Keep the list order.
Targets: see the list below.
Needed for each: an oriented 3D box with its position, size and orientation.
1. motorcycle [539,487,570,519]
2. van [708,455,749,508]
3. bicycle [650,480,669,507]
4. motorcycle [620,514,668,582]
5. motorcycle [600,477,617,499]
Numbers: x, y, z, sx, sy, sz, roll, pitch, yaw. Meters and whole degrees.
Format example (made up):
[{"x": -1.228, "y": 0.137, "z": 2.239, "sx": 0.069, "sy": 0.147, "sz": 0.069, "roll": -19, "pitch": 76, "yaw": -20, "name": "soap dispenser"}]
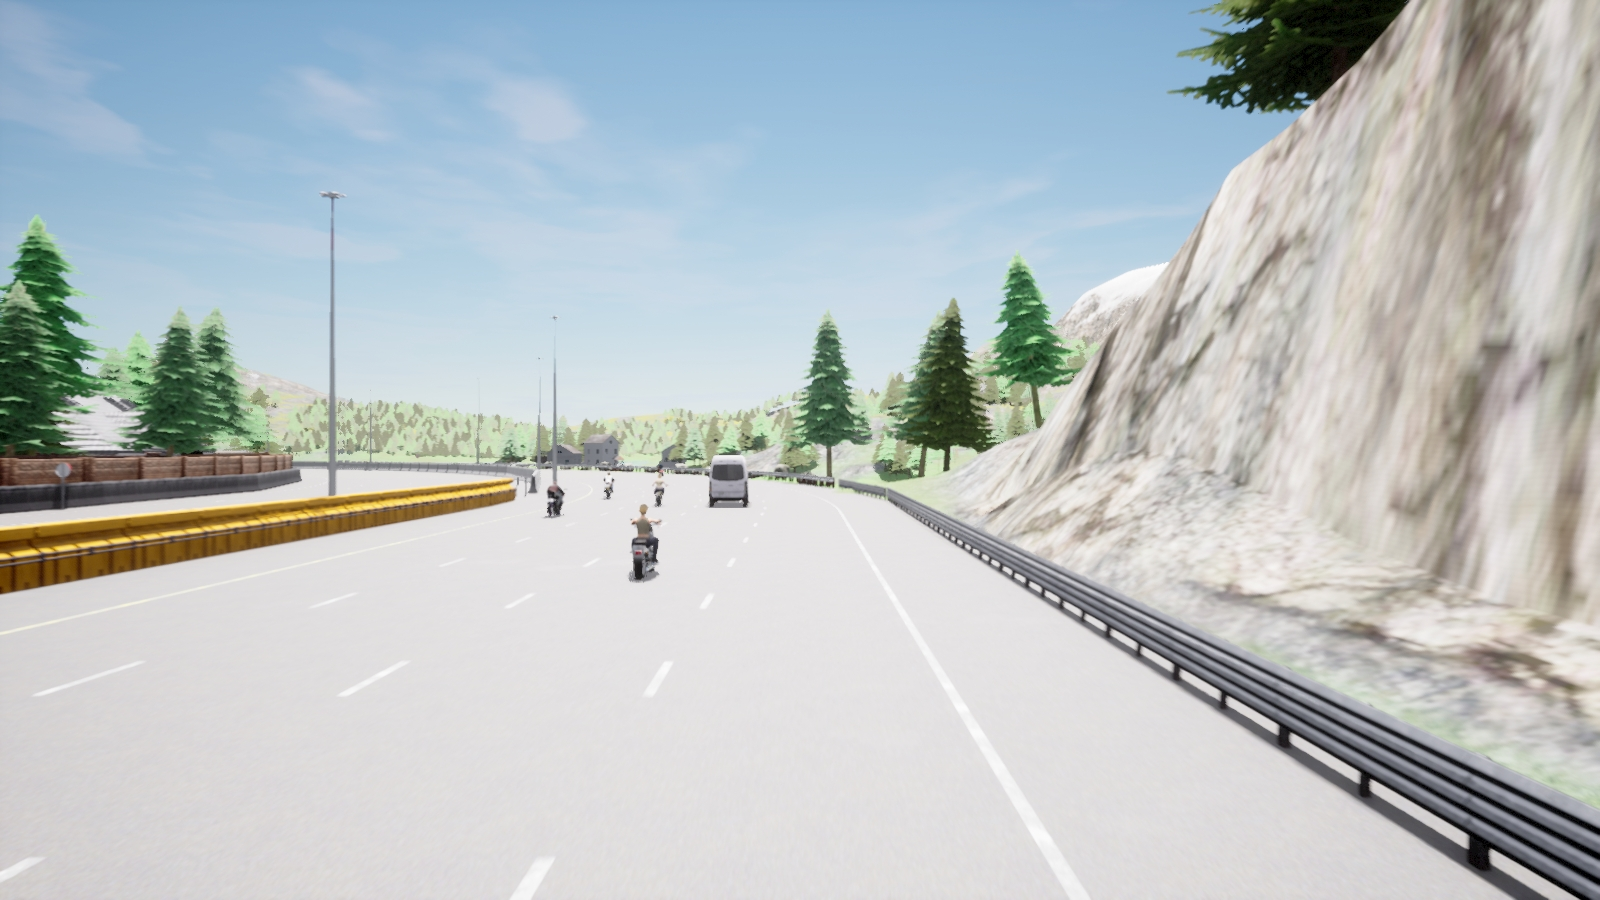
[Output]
[{"x": -10.434, "y": 2.232, "z": 48.598, "sx": 0.867, "sy": 1.251, "sz": 2.209, "roll": 0, "pitch": 0, "yaw": 0, "name": "motorcycle"}, {"x": -3.675, "y": 1.567, "z": 59.464, "sx": 1.988, "sy": 2.561, "sz": 5.915, "roll": 0, "pitch": 0, "yaw": -2, "name": "van"}, {"x": -7.090, "y": 2.181, "z": 57.692, "sx": 0.859, "sy": 1.295, "sz": 1.487, "roll": 0, "pitch": 0, "yaw": -2, "name": "bicycle"}, {"x": -3.473, "y": 2.160, "z": 25.643, "sx": 0.764, "sy": 1.325, "sz": 2.356, "roll": 0, "pitch": 0, "yaw": 0, "name": "motorcycle"}, {"x": -11.171, "y": 2.213, "z": 66.793, "sx": 0.803, "sy": 1.217, "sz": 2.033, "roll": 0, "pitch": 0, "yaw": -5, "name": "motorcycle"}]
